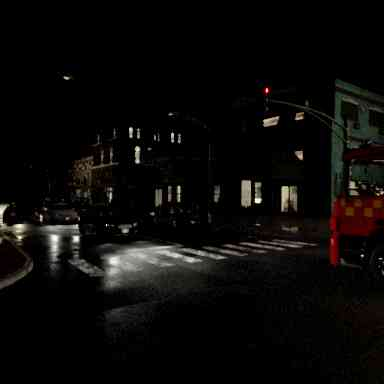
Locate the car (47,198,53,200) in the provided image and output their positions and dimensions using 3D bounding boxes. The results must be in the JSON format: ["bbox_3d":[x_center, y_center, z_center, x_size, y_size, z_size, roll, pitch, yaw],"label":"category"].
[{"bbox_3d":[-24.000,1.777,55.624,1.967,1.590,4.097,1,-1,-35],"label":"car"}]

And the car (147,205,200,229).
[{"bbox_3d":[-1.183,1.700,22.955,2.008,1.369,4.403,1,-1,-35],"label":"car"}]

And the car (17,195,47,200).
[{"bbox_3d":[-18.343,1.386,37.340,2.150,2.045,5.566,1,-1,-35],"label":"car"}]

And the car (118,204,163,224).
[{"bbox_3d":[-4.307,1.741,27.459,1.947,1.339,4.313,1,-1,-35],"label":"car"}]

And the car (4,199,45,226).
[{"bbox_3d":[-12.008,1.492,23.407,1.967,1.590,4.097,1,-1,-35],"label":"car"}]

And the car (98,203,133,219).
[{"bbox_3d":[-7.431,1.783,31.962,1.802,1.307,4.206,1,-1,-35],"label":"car"}]

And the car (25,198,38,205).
[{"bbox_3d":[-33.588,1.944,69.447,1.752,1.417,4.829,1,-1,-35],"label":"car"}]

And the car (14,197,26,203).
[{"bbox_3d":[-42.983,2.050,82.990,2.008,1.369,4.403,1,-1,-35],"label":"car"}]

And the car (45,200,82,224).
[{"bbox_3d":[-10.162,1.621,25.526,1.812,1.442,4.674,1,-1,-35],"label":"car"}]

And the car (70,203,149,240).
[{"bbox_3d":[-4.463,1.540,17.308,2.128,1.511,4.902,1,-1,-35],"label":"car"}]

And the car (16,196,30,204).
[{"bbox_3d":[-39.817,1.787,78.432,2.192,1.841,5.009,1,-1,-35],"label":"car"}]

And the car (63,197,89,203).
[{"bbox_3d":[-14.439,1.573,41.991,2.192,1.841,5.009,1,-1,-35],"label":"car"}]

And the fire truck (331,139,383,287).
[{"bbox_3d":[7.104,0.352,6.062,2.891,3.827,8.468,0,0,-35],"label":"fire truck"}]
